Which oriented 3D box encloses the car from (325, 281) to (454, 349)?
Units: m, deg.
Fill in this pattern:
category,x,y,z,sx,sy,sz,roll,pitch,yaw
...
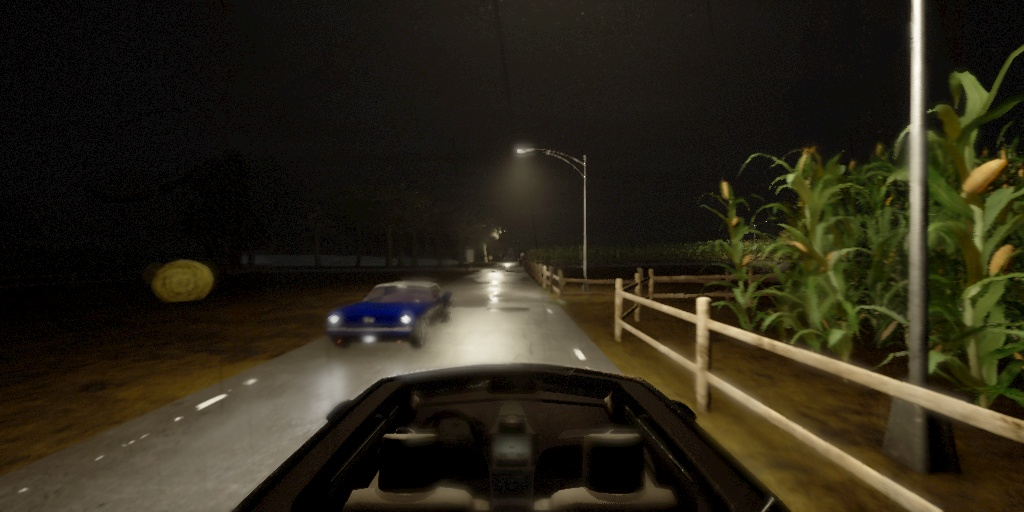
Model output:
category,x,y,z,sx,sy,sz,roll,pitch,yaw
car,-2.814,1.350,9.307,1.895,1.301,4.718,0,0,0
